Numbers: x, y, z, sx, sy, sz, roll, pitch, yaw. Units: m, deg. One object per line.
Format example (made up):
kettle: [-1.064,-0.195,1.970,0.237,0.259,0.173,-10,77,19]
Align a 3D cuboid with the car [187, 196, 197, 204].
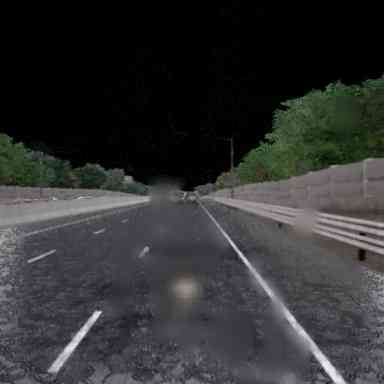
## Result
car: [0.005,1.547,67.952,2.097,1.767,4.553,0,0,0]

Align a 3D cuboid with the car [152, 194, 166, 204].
car: [-6.996,1.728,66.731,2.033,1.411,5.357,0,0,0]

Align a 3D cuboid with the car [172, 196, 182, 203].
car: [-3.496,1.700,77.982,2.033,1.411,5.357,0,0,0]

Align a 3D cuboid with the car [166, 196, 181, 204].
car: [-3.495,1.707,67.564,2.128,1.511,4.902,0,0,0]

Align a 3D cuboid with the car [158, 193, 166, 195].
car: [-6.996,1.360,77.181,2.150,2.045,5.566,0,0,0]
